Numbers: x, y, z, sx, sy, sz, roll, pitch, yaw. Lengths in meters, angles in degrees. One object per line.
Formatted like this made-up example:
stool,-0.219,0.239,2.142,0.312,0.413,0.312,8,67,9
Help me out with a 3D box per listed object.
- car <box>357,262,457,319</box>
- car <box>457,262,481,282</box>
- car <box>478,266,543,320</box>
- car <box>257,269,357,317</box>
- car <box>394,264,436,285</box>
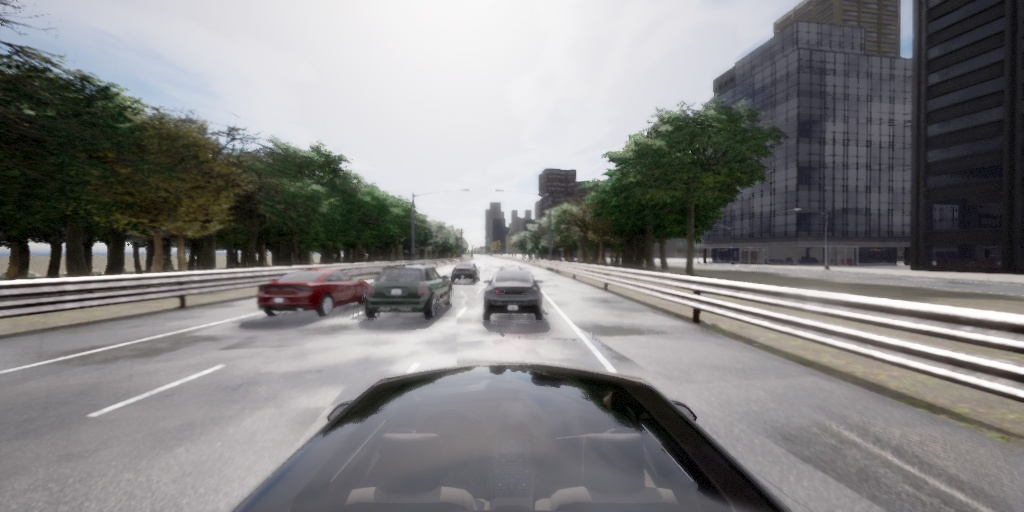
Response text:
car,-3.468,1.090,12.889,2.097,1.767,4.553,0,0,0
car,-3.596,1.232,28.353,1.837,1.490,4.892,0,0,0
car,0.033,1.241,12.535,1.837,1.490,4.892,0,-1,0
car,-6.965,1.218,13.202,1.882,1.535,5.008,0,-1,0
car,-7.084,1.329,26.799,1.895,1.301,4.718,0,0,0
